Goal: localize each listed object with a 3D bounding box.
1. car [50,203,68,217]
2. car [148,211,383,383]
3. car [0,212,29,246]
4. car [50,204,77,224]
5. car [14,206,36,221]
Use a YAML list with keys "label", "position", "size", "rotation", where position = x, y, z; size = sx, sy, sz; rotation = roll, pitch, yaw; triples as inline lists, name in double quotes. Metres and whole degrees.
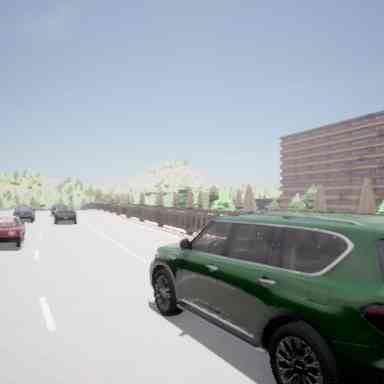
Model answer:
- label: "car"
  position: [-16.351, 2.149, 40.873]
  size: [1.882, 1.535, 5.008]
  rotation: [1, -1, -22]
- label: "car"
  position: [1.233, 1.328, 5.382]
  size: [2.150, 2.045, 5.566]
  rotation: [1, -1, -31]
- label: "car"
  position: [-9.261, 1.861, 16.227]
  size: [1.895, 1.301, 4.718]
  rotation: [1, -1, -24]
- label: "car"
  position: [-11.318, 1.981, 29.578]
  size: [2.128, 1.511, 4.902]
  rotation: [1, -1, -23]
- label: "car"
  position: [-16.182, 2.064, 32.072]
  size: [2.033, 1.411, 5.357]
  rotation: [1, -1, -23]
